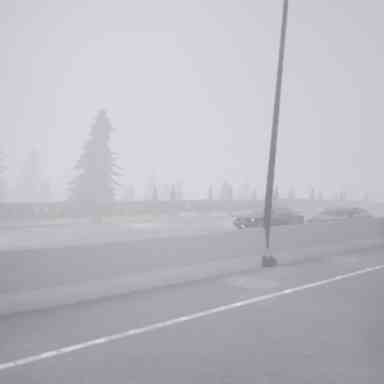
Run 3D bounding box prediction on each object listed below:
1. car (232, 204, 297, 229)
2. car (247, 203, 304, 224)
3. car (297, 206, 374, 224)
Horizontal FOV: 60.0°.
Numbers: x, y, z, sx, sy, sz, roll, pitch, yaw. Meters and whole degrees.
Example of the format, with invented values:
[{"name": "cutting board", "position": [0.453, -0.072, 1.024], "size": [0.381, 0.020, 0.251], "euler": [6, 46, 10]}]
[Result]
[{"name": "car", "position": [4.684, 1.634, 20.229], "size": [4.718, 1.301, 1.895], "euler": [0, 0, -35]}, {"name": "car", "position": [6.524, 1.608, 25.836], "size": [4.181, 1.385, 1.994], "euler": [0, 0, -35]}, {"name": "car", "position": [8.268, 1.542, 18.484], "size": [4.892, 1.490, 1.837], "euler": [0, 0, -35]}]
